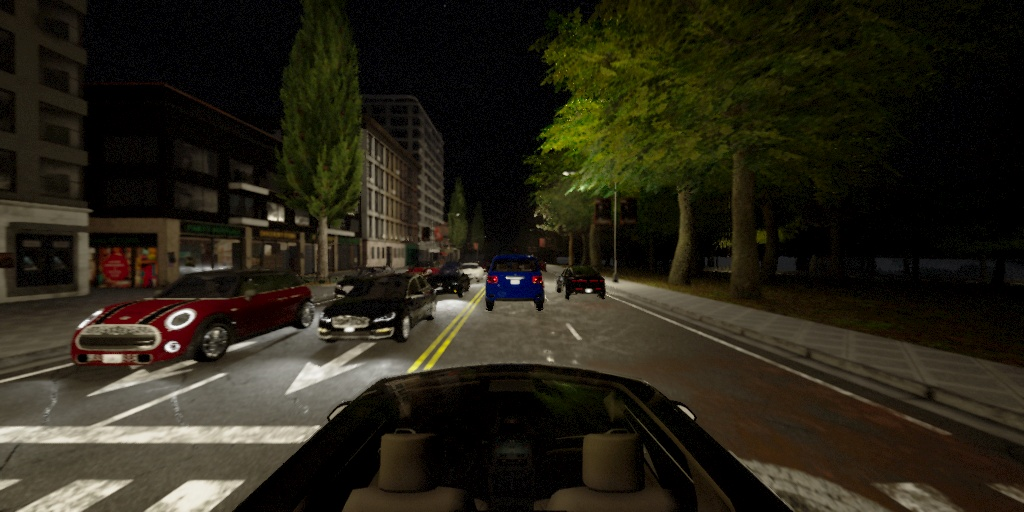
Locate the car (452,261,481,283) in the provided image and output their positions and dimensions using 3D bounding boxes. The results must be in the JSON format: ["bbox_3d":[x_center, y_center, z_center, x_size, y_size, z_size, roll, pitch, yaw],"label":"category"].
[{"bbox_3d":[-3.312,1.300,28.593,1.812,1.442,4.674,0,0,1],"label":"car"}]

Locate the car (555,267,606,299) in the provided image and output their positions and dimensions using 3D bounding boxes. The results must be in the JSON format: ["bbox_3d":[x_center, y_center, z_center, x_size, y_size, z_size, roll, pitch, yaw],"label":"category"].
[{"bbox_3d":[3.350,1.263,18.085,1.837,1.490,4.892,0,0,0],"label":"car"}]

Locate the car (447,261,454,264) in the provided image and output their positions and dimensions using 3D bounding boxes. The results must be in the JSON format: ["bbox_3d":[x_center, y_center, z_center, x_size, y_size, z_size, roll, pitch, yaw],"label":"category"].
[{"bbox_3d":[-6.552,1.325,39.351,1.812,1.442,4.674,0,0,2],"label":"car"}]

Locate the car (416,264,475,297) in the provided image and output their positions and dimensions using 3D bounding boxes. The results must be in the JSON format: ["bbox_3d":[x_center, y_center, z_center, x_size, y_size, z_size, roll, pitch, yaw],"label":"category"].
[{"bbox_3d":[-3.323,1.323,18.697,1.994,1.385,4.181,0,0,1],"label":"car"}]

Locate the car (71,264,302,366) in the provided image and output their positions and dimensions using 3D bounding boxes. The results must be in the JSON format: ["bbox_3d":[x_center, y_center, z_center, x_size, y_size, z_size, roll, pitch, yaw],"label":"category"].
[{"bbox_3d":[-6.587,1.104,8.159,2.097,1.767,4.553,0,0,0],"label":"car"}]

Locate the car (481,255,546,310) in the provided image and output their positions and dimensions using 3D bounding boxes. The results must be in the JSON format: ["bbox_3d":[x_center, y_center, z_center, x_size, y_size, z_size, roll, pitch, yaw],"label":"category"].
[{"bbox_3d":[0.088,0.977,14.879,2.150,2.045,5.566,0,0,0],"label":"car"}]

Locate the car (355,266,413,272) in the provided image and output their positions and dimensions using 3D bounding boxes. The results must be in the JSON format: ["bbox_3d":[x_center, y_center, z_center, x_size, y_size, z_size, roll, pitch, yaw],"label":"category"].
[{"bbox_3d":[-6.586,1.249,17.092,2.128,1.511,4.902,0,0,0],"label":"car"}]

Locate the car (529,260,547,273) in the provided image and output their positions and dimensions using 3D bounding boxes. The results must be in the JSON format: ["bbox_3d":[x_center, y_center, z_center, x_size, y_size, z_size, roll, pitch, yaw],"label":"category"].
[{"bbox_3d":[3.348,1.299,46.828,1.882,1.535,5.008,0,0,0],"label":"car"}]

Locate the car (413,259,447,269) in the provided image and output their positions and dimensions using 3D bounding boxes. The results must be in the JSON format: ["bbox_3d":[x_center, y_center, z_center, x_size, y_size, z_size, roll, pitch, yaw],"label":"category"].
[{"bbox_3d":[-6.578,1.123,27.112,2.097,1.767,4.553,0,0,0],"label":"car"}]

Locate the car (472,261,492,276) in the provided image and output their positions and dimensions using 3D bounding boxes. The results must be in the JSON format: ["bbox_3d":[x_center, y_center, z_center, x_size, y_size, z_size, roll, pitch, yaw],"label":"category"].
[{"bbox_3d":[-3.297,1.327,40.030,1.812,1.442,4.674,0,0,1],"label":"car"}]

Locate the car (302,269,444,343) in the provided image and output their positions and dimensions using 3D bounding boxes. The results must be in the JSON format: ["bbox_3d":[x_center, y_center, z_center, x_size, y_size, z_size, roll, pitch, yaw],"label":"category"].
[{"bbox_3d":[-3.333,1.257,9.795,1.837,1.490,4.892,0,0,0],"label":"car"}]
